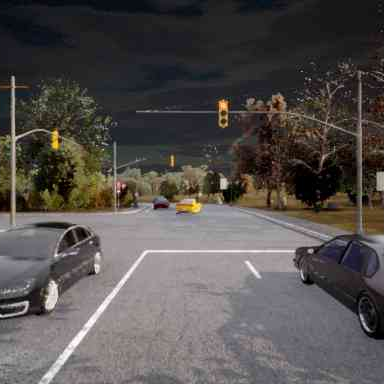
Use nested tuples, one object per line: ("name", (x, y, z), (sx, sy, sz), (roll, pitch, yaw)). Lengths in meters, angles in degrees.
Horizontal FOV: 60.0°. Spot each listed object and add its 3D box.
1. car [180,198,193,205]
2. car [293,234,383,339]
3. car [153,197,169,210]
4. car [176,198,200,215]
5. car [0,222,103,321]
("car", (-1.316, 2.165, 74.279), (1.812, 1.442, 4.674), (0, -1, -16))
("car", (3.611, 1.547, 6.493), (2.033, 1.411, 5.357), (0, 0, 0))
("car", (-3.960, 1.677, 43.422), (1.895, 1.301, 4.718), (0, -1, -2))
("car", (-0.304, 1.488, 34.565), (1.882, 1.535, 5.008), (1, 0, 10))
("car", (-3.451, 1.505, 7.582), (1.837, 1.490, 4.892), (1, 0, 1))
